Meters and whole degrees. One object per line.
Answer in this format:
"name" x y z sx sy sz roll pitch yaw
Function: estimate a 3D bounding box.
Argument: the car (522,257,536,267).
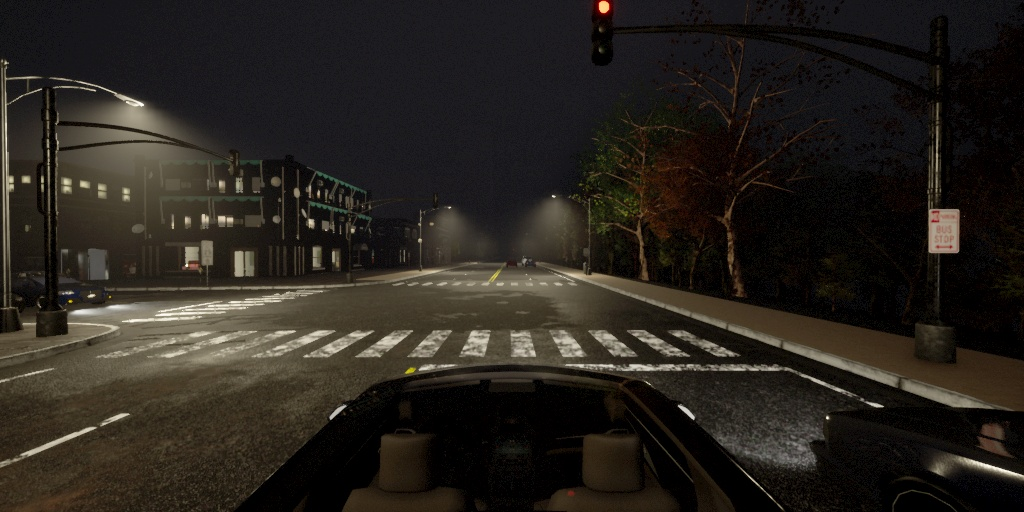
"car" 3.229 1.274 63.193 2.033 1.411 5.357 0 0 0

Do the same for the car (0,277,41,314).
"car" -19.969 1.565 12.526 4.313 1.339 1.948 0 0 0

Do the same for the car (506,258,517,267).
"car" -0.024 1.204 63.161 1.882 1.535 5.008 0 0 0

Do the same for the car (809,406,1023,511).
"car" 3.353 1.298 0.412 2.033 1.411 5.357 0 0 0

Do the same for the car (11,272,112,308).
"car" -19.860 1.534 15.232 4.181 1.385 1.994 -1 1 0
